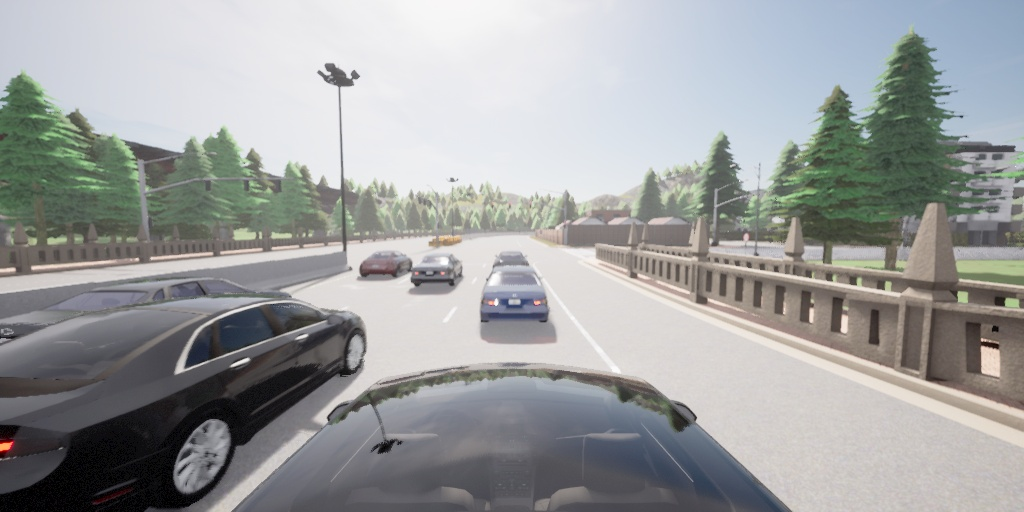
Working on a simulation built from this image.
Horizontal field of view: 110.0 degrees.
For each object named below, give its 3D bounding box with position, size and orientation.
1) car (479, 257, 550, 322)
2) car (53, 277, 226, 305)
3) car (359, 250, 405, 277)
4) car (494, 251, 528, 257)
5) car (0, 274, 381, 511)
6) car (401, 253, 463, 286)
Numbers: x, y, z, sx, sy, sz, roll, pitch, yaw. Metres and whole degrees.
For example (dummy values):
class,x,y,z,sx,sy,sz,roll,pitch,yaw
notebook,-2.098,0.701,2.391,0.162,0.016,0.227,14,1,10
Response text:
class,x,y,z,sx,sy,sz,roll,pitch,yaw
car,0.038,0.988,10.907,2.033,1.411,5.357,0,3,-1
car,-6.931,1.145,7.441,2.033,1.411,5.357,0,2,-1
car,-7.049,0.348,20.451,1.994,1.385,4.181,0,4,-1
car,-0.047,0.389,19.977,1.994,1.385,4.181,0,4,0
car,-3.417,1.206,4.289,1.837,1.490,4.892,0,2,0
car,-3.509,0.558,17.389,2.033,1.411,5.357,0,4,-2
